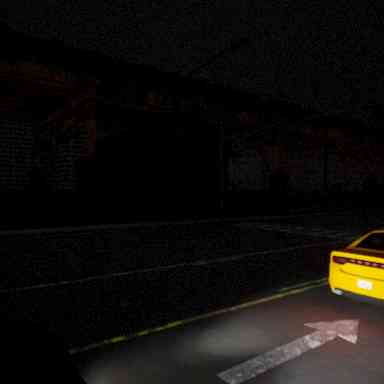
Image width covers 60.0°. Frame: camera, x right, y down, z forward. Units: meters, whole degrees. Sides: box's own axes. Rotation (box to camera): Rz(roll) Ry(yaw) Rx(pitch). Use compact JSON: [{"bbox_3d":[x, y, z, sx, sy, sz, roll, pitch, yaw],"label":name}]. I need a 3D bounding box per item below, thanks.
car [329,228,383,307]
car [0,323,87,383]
[{"bbox_3d":[5.093,1.499,7.366,5.008,1.535,1.882,0,0,-35],"label":"car"},{"bbox_3d":[-2.918,1.597,1.670,4.718,1.301,1.895,0,0,-35],"label":"car"}]
